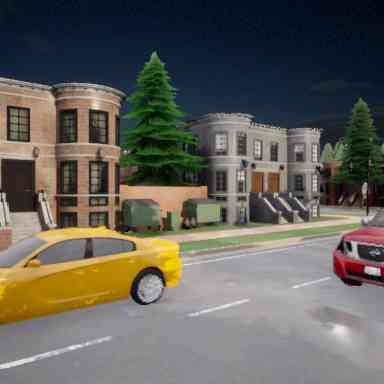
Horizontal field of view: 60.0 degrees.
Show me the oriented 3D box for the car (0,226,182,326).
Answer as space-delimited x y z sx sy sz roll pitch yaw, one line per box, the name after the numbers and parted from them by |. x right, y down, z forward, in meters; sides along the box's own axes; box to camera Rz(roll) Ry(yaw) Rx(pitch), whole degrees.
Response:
-2.537 1.477 6.484 5.008 1.535 1.882 0 0 -36 | car

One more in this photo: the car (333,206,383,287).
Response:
5.839 1.221 8.281 5.566 2.045 2.150 0 0 -36 | car
